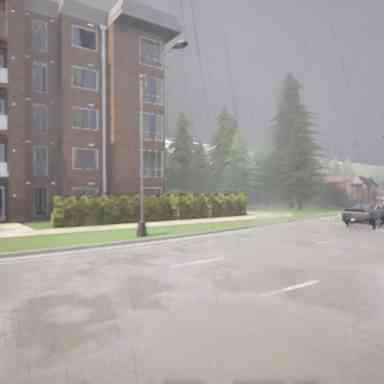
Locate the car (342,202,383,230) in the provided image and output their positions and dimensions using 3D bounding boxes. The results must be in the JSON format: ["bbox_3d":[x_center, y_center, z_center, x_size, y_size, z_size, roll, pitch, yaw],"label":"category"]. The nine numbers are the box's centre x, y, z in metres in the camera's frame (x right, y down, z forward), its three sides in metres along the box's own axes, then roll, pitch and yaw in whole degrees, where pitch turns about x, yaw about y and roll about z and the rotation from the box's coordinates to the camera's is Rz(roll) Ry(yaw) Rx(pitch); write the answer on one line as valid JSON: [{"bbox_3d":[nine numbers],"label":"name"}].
[{"bbox_3d":[11.104,1.371,20.264,4.902,1.511,2.128,0,0,-35],"label":"car"}]
